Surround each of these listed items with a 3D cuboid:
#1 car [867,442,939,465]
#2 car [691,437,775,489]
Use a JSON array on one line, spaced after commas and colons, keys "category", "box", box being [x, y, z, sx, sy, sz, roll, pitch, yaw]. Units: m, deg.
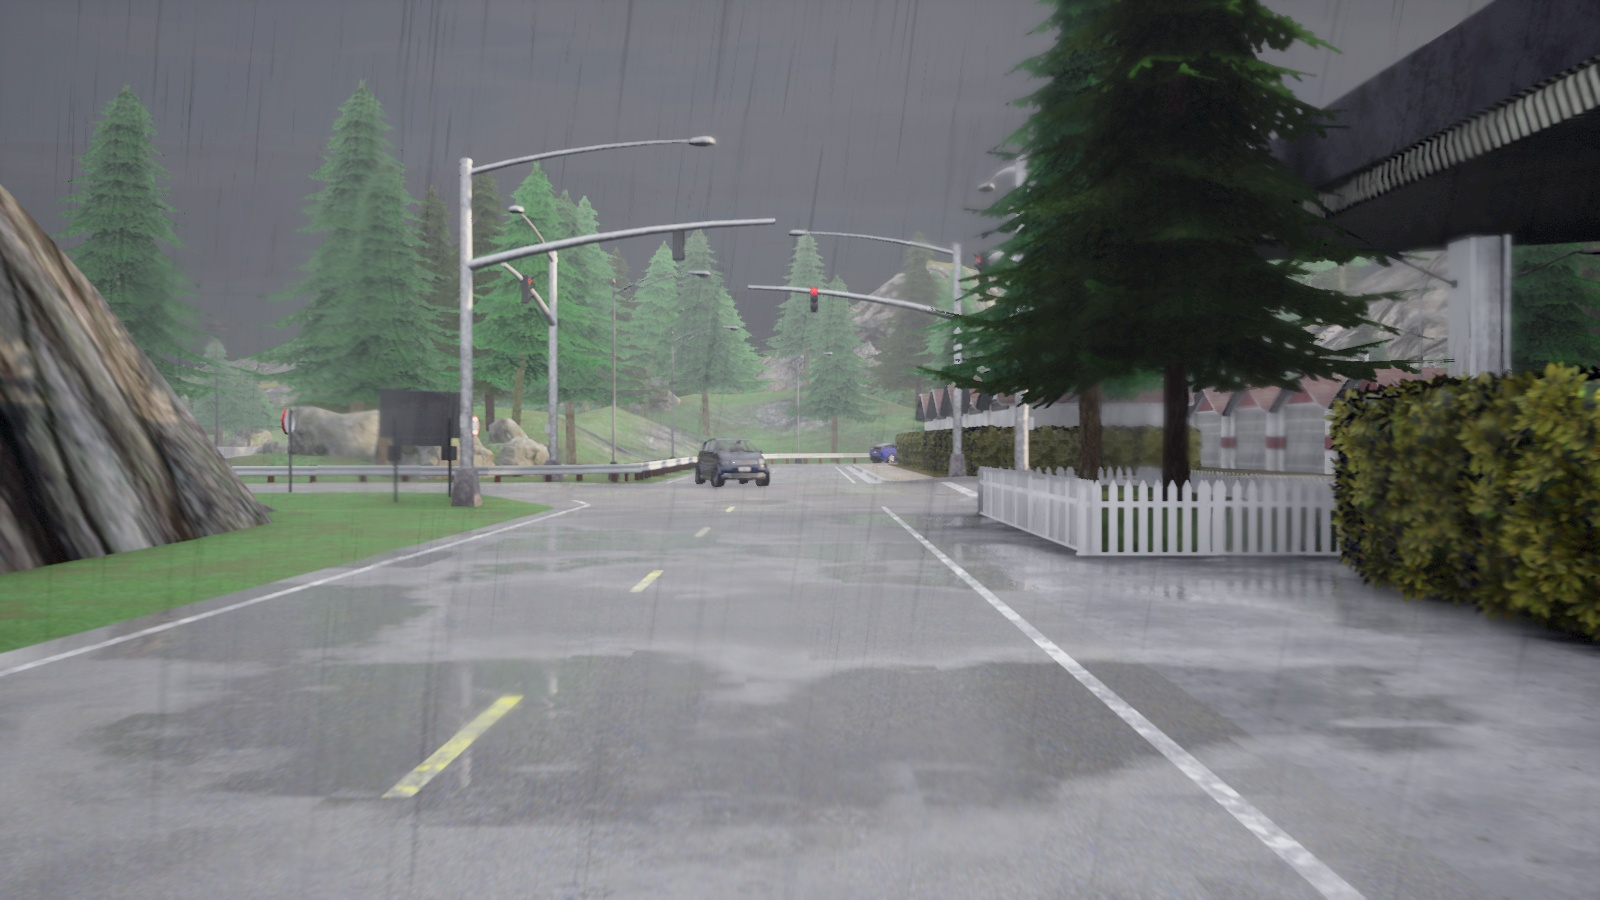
[{"category": "car", "box": [6.946, 0.205, 84.903, 4.514, 1.525, 2.007, 0, 0, -30]}, {"category": "car", "box": [-2.184, 0.378, 40.009, 1.789, 1.549, 3.705, 0, 1, -17]}]
